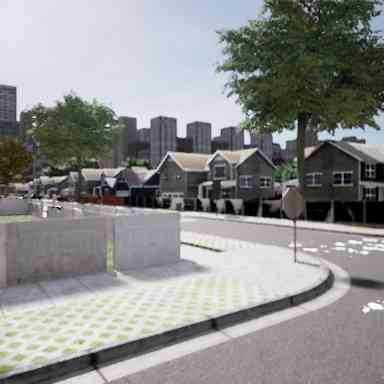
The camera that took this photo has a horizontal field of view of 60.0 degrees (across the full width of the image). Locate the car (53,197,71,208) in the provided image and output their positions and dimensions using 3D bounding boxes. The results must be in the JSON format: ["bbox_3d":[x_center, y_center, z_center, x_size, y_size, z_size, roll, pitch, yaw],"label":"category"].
[{"bbox_3d":[-18.469,1.498,46.989,1.812,1.442,4.674,0,0,-35],"label":"car"}]

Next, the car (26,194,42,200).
[{"bbox_3d":[-36.730,1.316,77.900,2.097,1.767,4.553,0,0,-35],"label":"car"}]
